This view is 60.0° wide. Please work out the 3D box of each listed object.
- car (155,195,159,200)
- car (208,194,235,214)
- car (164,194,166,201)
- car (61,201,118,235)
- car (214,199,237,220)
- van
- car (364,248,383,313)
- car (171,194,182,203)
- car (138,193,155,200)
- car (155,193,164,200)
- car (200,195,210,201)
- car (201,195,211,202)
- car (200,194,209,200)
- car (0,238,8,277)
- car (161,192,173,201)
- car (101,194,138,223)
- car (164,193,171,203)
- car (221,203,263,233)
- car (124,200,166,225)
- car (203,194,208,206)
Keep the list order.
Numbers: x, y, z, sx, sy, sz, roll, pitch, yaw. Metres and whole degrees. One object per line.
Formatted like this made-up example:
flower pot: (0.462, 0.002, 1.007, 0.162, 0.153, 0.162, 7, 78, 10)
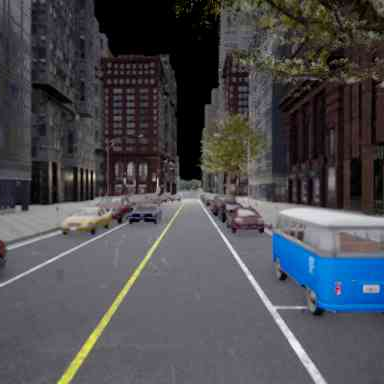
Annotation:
car: (-5.636, 1.379, 41.012, 1.947, 1.339, 4.313, 0, 0, 0)
car: (2.880, 1.170, 29.717, 2.192, 1.841, 5.009, 0, 0, 0)
car: (-5.627, 1.319, 52.289, 1.887, 1.381, 4.507, 0, 0, 0)
car: (-5.654, 1.425, 18.287, 1.752, 1.417, 4.829, 0, 0, 0)
car: (2.876, 1.442, 24.078, 1.947, 1.339, 4.313, 0, 0, 0)
van: (2.864, 1.299, 7.160, 1.690, 1.788, 3.998, 0, 0, 0)
car: (2.859, 1.431, 1.521, 1.967, 1.590, 4.097, 0, 0, 0)
car: (-2.975, 1.240, 63.842, 1.837, 1.490, 4.892, 0, 0, 1)
car: (-5.641, 1.149, 35.372, 2.192, 1.841, 5.009, 0, 0, 0)
car: (-5.632, 1.108, 46.649, 2.192, 1.841, 5.009, 0, 0, 0)
car: (2.915, 1.279, 74.834, 1.947, 1.339, 4.313, 0, 0, 0)
car: (2.911, 1.308, 69.195, 1.802, 1.307, 4.206, 0, 0, 0)
car: (2.920, 1.268, 80.474, 1.947, 1.339, 4.313, 0, 0, 0)
car: (-5.662, 1.540, 7.180, 1.802, 1.307, 4.206, 0, 0, 0)
car: (-5.610, 1.028, 74.842, 2.192, 1.841, 5.009, 0, 0, 0)
car: (-5.650, 1.191, 24.094, 2.192, 1.841, 5.009, 0, 0, 0)
car: (-5.618, 1.306, 63.567, 1.947, 1.339, 4.313, 0, 0, 0)
car: (2.872, 1.481, 18.440, 1.802, 1.307, 4.206, 0, 0, 0)
car: (-3.082, 1.482, 22.731, 1.895, 1.301, 4.718, 0, 0, 0)
car: (2.894, 1.359, 46.637, 1.947, 1.339, 4.313, 0, 0, 0)
